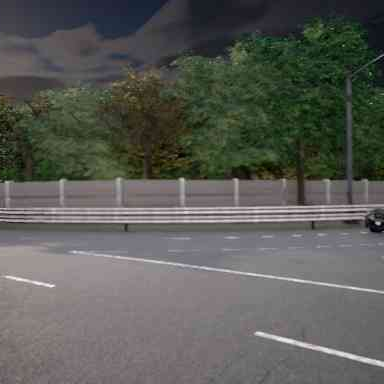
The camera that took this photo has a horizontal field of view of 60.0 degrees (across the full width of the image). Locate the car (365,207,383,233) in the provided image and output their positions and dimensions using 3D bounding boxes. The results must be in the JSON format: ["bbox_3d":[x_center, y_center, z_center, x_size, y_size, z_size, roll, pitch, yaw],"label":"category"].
[{"bbox_3d":[11.707,1.126,17.343,5.566,2.045,2.150,-1,0,-21],"label":"car"}]
